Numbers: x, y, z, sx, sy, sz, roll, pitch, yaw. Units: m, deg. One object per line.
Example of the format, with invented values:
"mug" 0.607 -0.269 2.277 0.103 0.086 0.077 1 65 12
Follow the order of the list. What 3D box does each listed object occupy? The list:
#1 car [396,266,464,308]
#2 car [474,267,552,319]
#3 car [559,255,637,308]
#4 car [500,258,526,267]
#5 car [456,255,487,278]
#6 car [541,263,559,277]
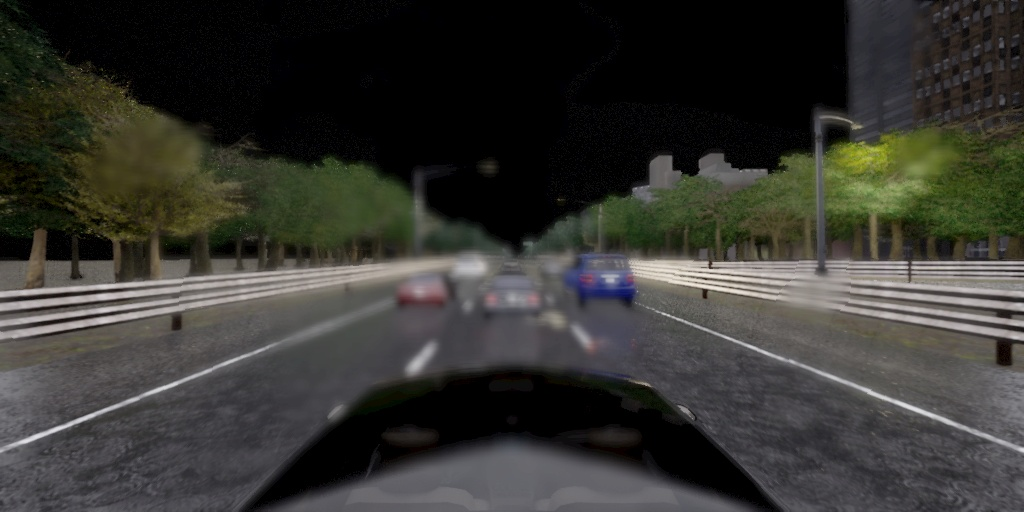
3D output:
"car" -3.435 1.316 15.282 1.994 1.385 4.181 0 0 0
"car" 0.045 1.299 12.710 2.033 1.411 5.357 0 0 0
"car" 3.567 0.975 15.376 2.150 2.045 5.566 0 0 0
"car" 0.078 1.235 31.553 1.837 1.490 4.892 0 1 0
"car" -3.432 0.957 30.379 2.150 2.045 5.566 0 1 1
"car" 3.579 1.290 32.059 1.994 1.385 4.181 0 0 0
